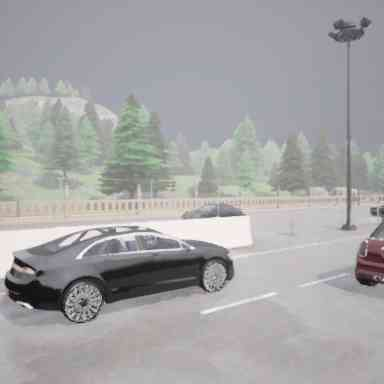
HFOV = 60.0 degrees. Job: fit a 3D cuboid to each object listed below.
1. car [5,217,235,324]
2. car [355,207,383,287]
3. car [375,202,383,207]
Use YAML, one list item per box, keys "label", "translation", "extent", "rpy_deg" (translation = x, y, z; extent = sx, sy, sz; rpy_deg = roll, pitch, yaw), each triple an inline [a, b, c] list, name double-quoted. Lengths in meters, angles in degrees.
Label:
- label: "car"
  translation: [-1.219, 1.483, 7.176]
  extent: [4.902, 1.511, 2.128]
  rpy_deg: [0, 0, -35]
- label: "car"
  translation: [5.970, 1.324, 8.020]
  extent: [4.553, 1.767, 2.097]
  rpy_deg: [0, 0, -36]
- label: "car"
  translation: [17.729, 1.509, 29.464]
  extent: [4.718, 1.301, 1.895]
  rpy_deg: [0, 0, -34]
